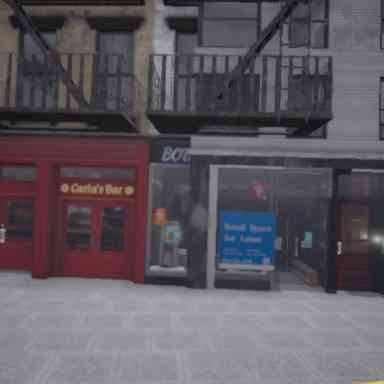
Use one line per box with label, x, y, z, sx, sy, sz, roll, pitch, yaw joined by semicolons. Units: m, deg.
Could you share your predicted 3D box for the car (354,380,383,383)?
car;3.457;1.666;1.908;5.366;1.575;1.801;2;-2;3
